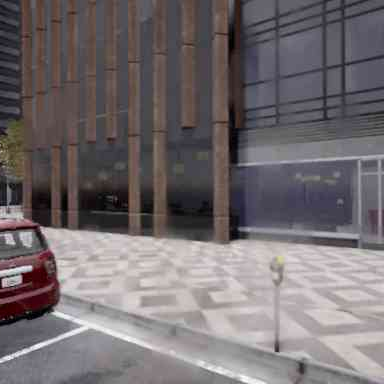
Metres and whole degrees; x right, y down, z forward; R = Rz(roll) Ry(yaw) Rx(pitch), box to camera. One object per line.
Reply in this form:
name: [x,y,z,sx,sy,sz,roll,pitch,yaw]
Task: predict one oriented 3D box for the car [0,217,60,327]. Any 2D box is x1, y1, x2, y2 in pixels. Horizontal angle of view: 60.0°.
car: [-4.529,1.395,6.190,5.009,1.841,2.192,-1,0,36]
